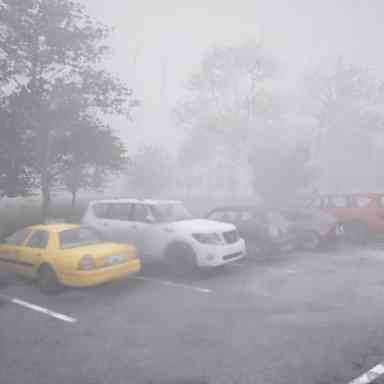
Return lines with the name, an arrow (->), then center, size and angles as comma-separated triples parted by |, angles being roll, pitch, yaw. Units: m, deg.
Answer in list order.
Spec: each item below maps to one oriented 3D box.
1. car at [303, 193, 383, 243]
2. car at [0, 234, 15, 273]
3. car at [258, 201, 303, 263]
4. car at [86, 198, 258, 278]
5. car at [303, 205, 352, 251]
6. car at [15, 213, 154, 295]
car -> 6.147, 1.114, 15.446 | 5.566, 2.045, 2.435 | -1, 0, 35
car -> -6.048, 1.365, 6.947 | 4.553, 1.767, 2.185 | -1, -1, 34
car -> 1.300, 1.319, 12.043 | 4.553, 1.767, 2.185 | -1, 0, 35
car -> -1.140, 1.219, 10.348 | 5.566, 2.045, 2.435 | -1, -1, 35
car -> 3.699, 1.440, 13.765 | 4.792, 1.488, 2.163 | -1, 0, 35
car -> -3.758, 1.485, 8.745 | 5.366, 1.575, 1.946 | -1, 0, 35
